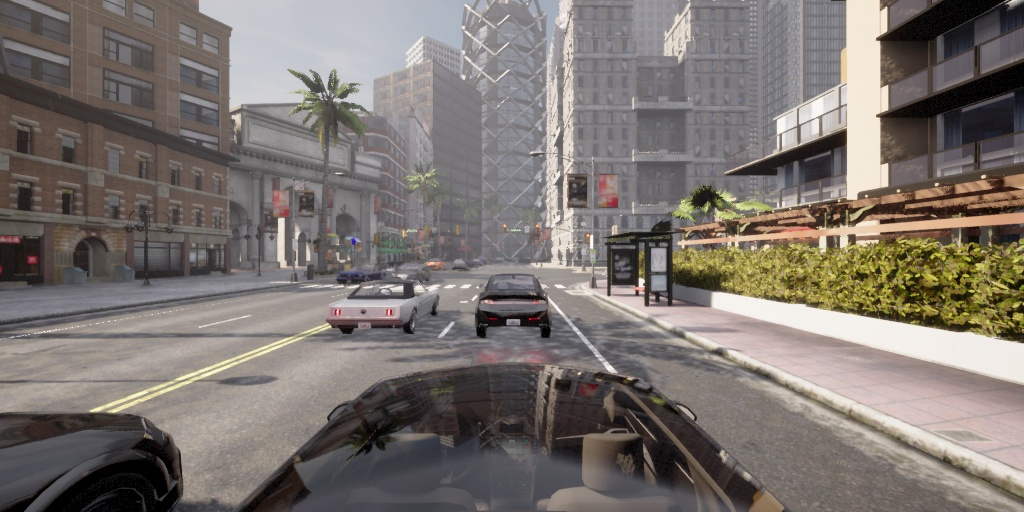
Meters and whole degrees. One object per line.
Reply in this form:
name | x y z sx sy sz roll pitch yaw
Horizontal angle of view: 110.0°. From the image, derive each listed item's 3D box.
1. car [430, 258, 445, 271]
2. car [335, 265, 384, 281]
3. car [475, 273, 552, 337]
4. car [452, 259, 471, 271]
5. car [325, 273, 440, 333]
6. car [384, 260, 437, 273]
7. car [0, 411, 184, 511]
car | -10.700 1.101 49.868 2.097 1.767 4.553 0 0 0
car | -10.652 1.351 25.622 1.895 1.301 4.718 0 0 0
car | 0.041 1.242 10.289 2.128 1.511 4.902 0 0 0
car | -7.001 1.297 48.421 2.033 1.411 5.357 0 0 -4
car | -3.457 1.351 10.668 1.895 1.301 4.718 0 0 0
car | -7.152 1.241 25.823 2.128 1.511 4.902 0 0 0
car | -3.392 1.314 0.849 1.994 1.385 4.181 0 0 0
